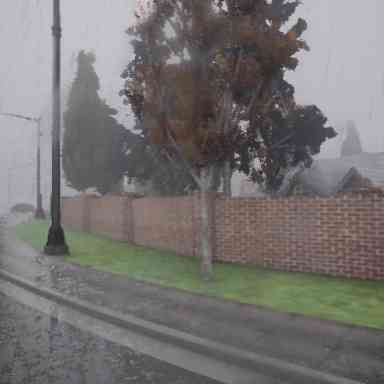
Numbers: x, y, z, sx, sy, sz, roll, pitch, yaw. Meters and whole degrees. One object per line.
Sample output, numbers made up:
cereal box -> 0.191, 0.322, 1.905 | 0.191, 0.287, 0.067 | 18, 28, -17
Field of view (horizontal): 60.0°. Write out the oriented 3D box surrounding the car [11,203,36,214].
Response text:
car -> -24.873, 2.403, 49.138 | 1.837, 1.490, 4.892 | -2, -1, -2
